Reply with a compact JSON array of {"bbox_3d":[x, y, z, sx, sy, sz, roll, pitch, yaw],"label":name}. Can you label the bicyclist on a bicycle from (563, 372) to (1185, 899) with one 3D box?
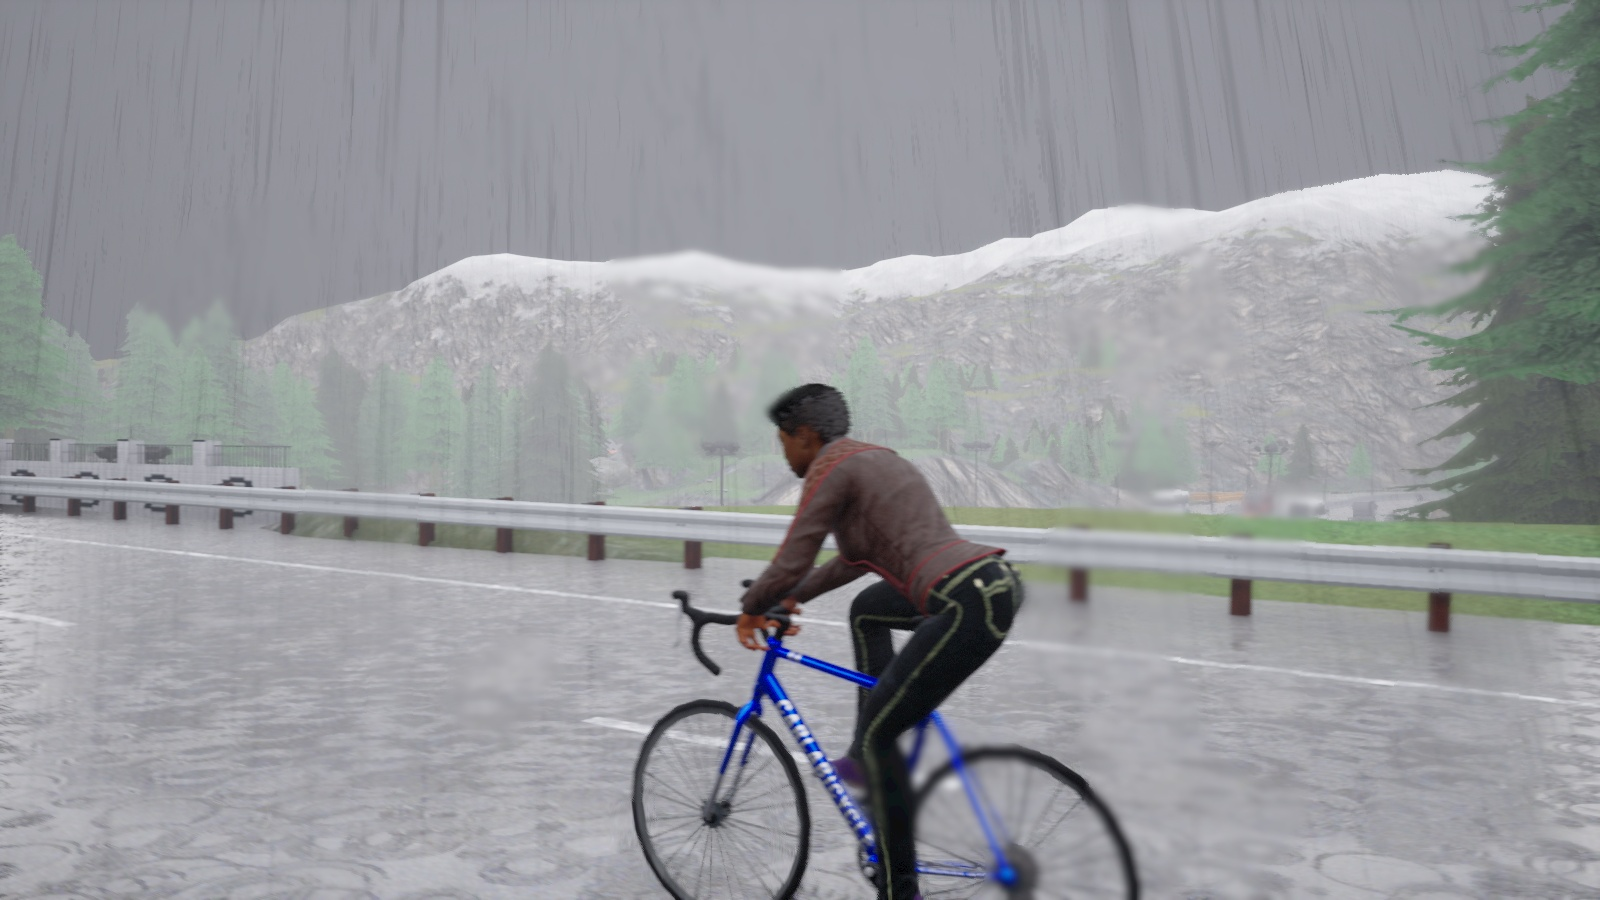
[{"bbox_3d":[0.157,0.634,3.518,1.656,1.620,0.582,0,1,34],"label":"bicyclist on a bicycle"}]
